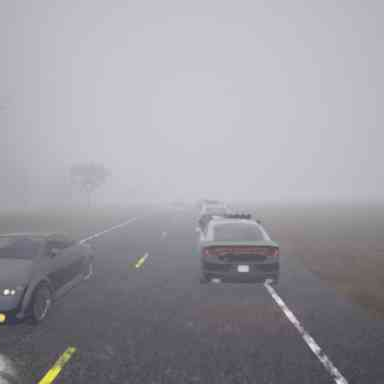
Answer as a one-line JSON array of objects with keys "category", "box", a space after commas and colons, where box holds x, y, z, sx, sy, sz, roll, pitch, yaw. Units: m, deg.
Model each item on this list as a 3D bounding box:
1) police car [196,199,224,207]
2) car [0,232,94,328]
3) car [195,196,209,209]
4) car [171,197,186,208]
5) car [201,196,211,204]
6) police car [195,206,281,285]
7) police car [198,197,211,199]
[{"category": "police car", "box": [1.344, 1.436, 19.637, 1.930, 1.638, 5.238, 0, 0, 2]}, {"category": "car", "box": [-3.531, 1.568, 6.956, 1.994, 1.385, 4.181, 0, 0, 1]}, {"category": "car", "box": [1.402, 1.565, 45.691, 2.033, 1.411, 5.357, 0, 0, 4]}, {"category": "car", "box": [-1.907, 1.544, 50.014, 1.812, 1.442, 4.674, 0, 0, 4]}, {"category": "car", "box": [2.813, 1.540, 66.249, 1.812, 1.442, 4.674, 0, 0, 5]}, {"category": "police car", "box": [1.134, 1.431, 9.672, 1.930, 1.638, 5.238, 0, 0, 1]}, {"category": "police car", "box": [1.526, 1.439, 25.614, 1.930, 1.638, 5.238, 0, 0, 2]}]
